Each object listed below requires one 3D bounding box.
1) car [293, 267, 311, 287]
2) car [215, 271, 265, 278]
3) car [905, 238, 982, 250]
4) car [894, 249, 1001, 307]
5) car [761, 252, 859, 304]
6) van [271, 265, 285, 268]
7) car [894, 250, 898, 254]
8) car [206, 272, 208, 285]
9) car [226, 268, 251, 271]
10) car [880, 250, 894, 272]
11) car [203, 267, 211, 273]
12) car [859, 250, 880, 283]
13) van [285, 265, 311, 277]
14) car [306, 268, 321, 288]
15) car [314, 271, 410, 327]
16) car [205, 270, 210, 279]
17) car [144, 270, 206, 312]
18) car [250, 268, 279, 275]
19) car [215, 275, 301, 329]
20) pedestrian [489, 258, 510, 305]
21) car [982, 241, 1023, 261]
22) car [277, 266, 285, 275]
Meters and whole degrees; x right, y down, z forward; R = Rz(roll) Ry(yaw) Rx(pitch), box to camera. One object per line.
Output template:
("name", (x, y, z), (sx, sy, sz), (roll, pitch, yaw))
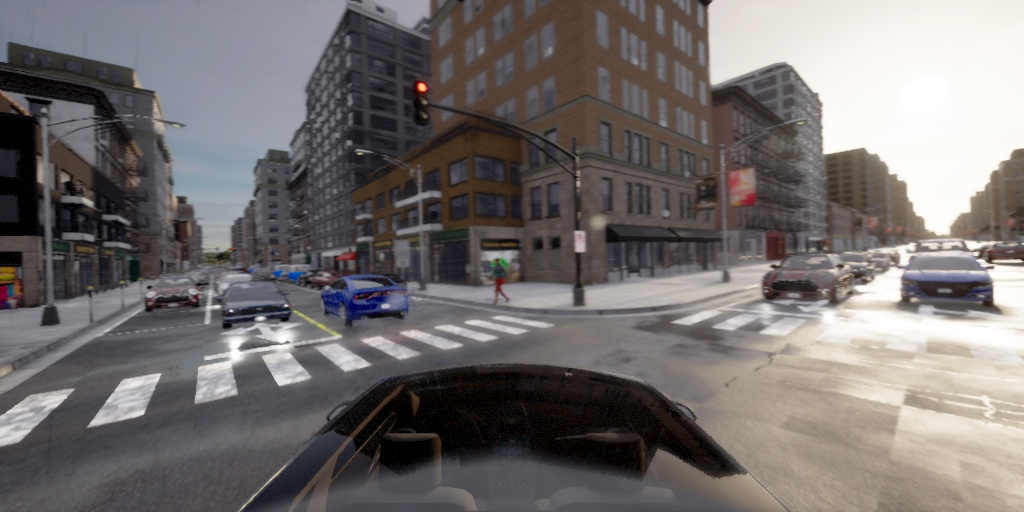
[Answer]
("car", (-17.440, 1.893, 31.300), (1.948, 1.339, 4.313), (0, 0, -40))
("car", (-15.933, 1.798, 20.884), (1.812, 1.442, 4.674), (-2, 0, -40))
("car", (22.198, 0.142, 18.546), (5.566, 2.045, 2.150), (-2, 0, -40))
("car", (14.607, 0.685, 12.158), (5.008, 1.535, 1.882), (-2, 0, -40))
("car", (11.183, 0.679, 13.524), (4.553, 1.767, 2.097), (-2, 0, -40))
("van", (-28.010, 2.028, 44.005), (1.690, 1.789, 3.998), (0, 0, -40))
("car", (33.060, 0.102, 31.817), (4.718, 1.301, 1.895), (-2, 0, -40))
("car", (-23.604, 2.107, 26.165), (1.802, 1.307, 4.207), (0, 0, -40))
("car", (-22.356, 1.964, 28.622), (1.882, 1.535, 5.008), (-2, 0, -40))
("car", (25.235, 0.398, 25.311), (4.718, 1.301, 1.895), (-2, 0, -40))
("car", (-34.175, 2.326, 38.871), (1.967, 1.591, 4.097), (0, 0, -40))
("car", (18.114, 0.571, 19.348), (4.892, 1.490, 1.837), (-2, 0, -39))
("van", (-20.963, 1.787, 35.535), (1.690, 1.789, 3.998), (0, 0, -40))
("car", (-13.917, 1.791, 27.065), (1.802, 1.307, 4.207), (0, 0, -40))
("car", (-5.327, 1.402, 12.665), (1.882, 1.535, 5.008), (-2, 0, -39))
("car", (-27.128, 2.195, 30.400), (2.007, 1.370, 4.403), (0, 0, -40))
("car", (-16.557, 1.731, 17.695), (1.967, 1.591, 4.097), (0, 0, -40))
("car", (-26.300, 2.225, 37.880), (1.895, 1.301, 4.718), (-2, 0, -39))
("car", (-9.505, 1.608, 13.157), (2.033, 1.411, 5.357), (-2, 0, -40))
("pedestrian", (-0.483, 0.901, 13.576), (0.375, 1.860, 0.375), (-2, 0, -40))
("car", (39.606, -0.375, 28.738), (4.553, 1.767, 2.097), (-2, 0, -40))
("car", (-24.487, 2.116, 39.770), (2.007, 1.370, 4.403), (0, 0, -40))
